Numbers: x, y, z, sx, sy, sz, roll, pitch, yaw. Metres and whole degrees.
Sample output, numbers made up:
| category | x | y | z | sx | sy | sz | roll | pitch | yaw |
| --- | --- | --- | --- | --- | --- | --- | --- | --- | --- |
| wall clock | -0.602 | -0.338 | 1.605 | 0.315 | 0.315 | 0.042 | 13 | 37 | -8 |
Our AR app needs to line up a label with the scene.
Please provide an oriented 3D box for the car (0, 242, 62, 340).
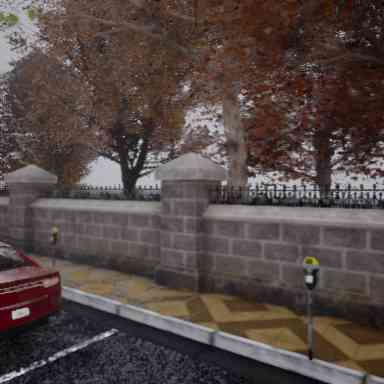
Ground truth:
| category | x | y | z | sx | sy | sz | roll | pitch | yaw |
| --- | --- | --- | --- | --- | --- | --- | --- | --- | --- |
| car | -4.144 | 1.503 | 5.835 | 4.507 | 1.381 | 1.887 | 1 | 0 | 36 |
